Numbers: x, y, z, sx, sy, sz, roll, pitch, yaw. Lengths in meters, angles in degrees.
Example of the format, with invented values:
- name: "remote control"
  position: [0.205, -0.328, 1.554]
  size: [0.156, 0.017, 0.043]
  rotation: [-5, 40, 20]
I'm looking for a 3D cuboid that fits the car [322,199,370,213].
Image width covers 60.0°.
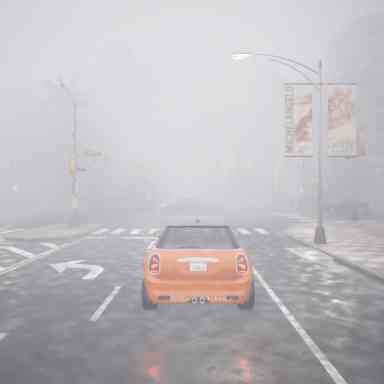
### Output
- name: "car"
  position: [16.585, 1.478, 36.363]
  size: [5.008, 1.535, 1.882]
  rotation: [0, 0, 1]

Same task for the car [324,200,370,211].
- name: "car"
  position: [18.507, 1.601, 39.843]
  size: [4.718, 1.301, 1.895]
  rotation: [0, 0, 1]

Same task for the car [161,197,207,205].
- name: "car"
  position: [-1.236, 1.352, 34.944]
  size: [4.553, 1.767, 2.097]
  rotation: [0, 0, -19]

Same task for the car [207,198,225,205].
- name: "car"
  position: [1.469, 1.491, 40.028]
  size: [4.902, 1.511, 2.128]
  rotation: [0, 0, 1]

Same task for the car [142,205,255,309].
- name: "car"
  position: [0.116, 1.352, 8.019]
  size: [2.097, 1.767, 4.553]
  rotation: [0, 0, 0]
